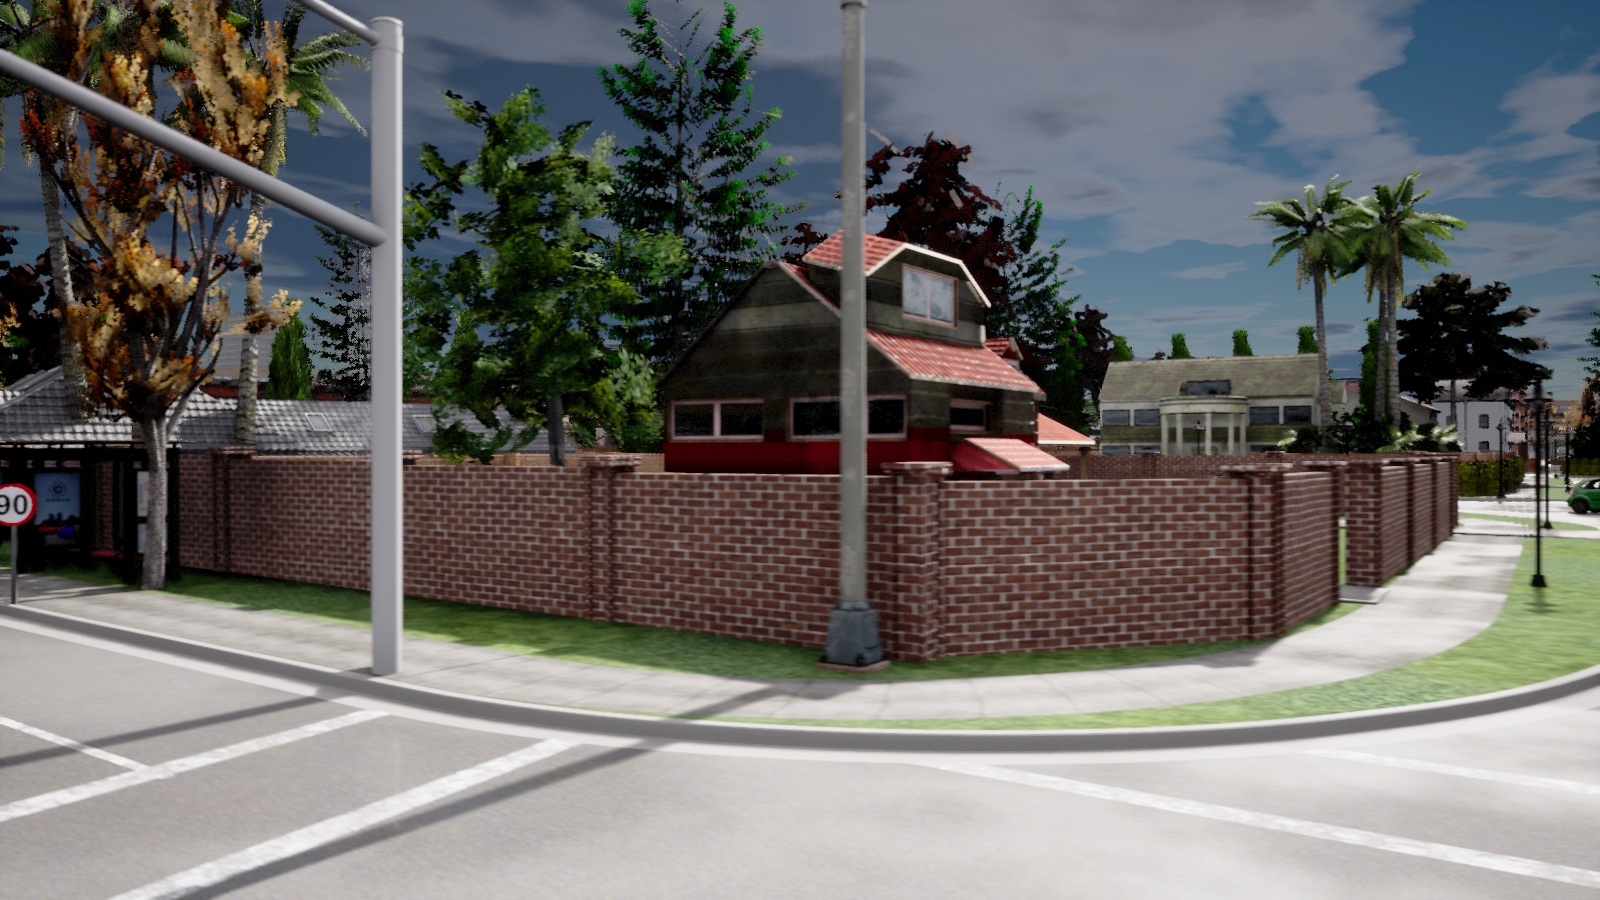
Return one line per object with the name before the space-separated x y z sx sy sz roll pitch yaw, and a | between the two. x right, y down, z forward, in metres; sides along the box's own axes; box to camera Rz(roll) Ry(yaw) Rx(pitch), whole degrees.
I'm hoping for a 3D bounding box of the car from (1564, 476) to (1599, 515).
car | 35.614 1.982 49.327 1.851 1.617 3.988 0 0 -35
